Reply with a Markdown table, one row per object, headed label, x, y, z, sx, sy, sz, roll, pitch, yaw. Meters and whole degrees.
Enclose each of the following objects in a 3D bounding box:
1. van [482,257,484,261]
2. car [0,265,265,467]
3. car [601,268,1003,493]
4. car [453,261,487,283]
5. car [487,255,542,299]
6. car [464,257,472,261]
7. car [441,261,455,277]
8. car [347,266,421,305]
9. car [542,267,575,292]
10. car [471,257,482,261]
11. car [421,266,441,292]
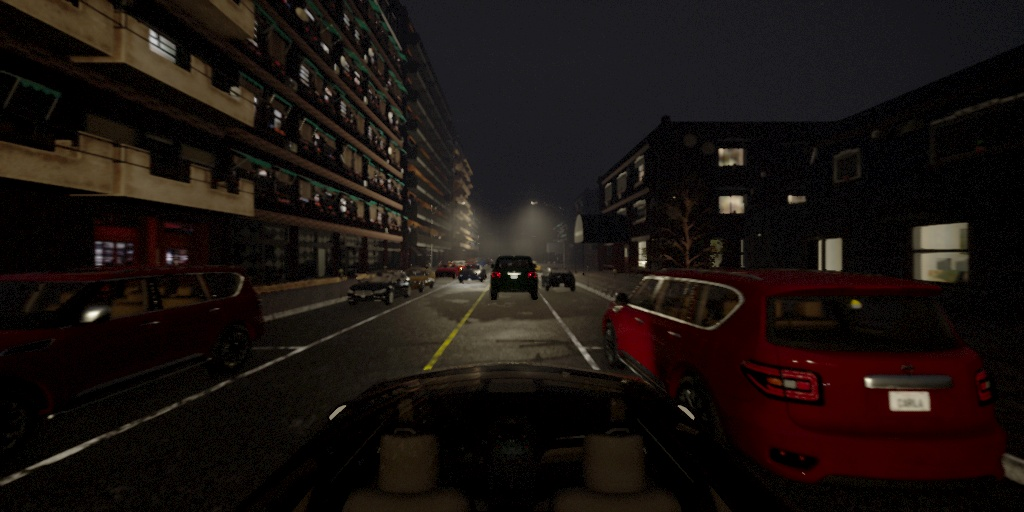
| label | x | y | z | sx | sy | sz | roll | pitch | yaw |
| --- | --- | --- | --- | --- | --- | --- | --- | --- | --- |
| van | -5.710 | 1.160 | 54.666 | 1.690 | 1.789 | 3.998 | 0 | 0 | 0 |
| car | -5.692 | 1.067 | 4.812 | 2.192 | 1.841 | 5.009 | 0 | 0 | 0 |
| car | 2.688 | 1.067 | 4.816 | 2.192 | 1.841 | 5.009 | 0 | 0 | 0 |
| car | -3.054 | 1.324 | 28.593 | 2.033 | 1.411 | 5.357 | 0 | 0 | 0 |
| car | 0.094 | 0.986 | 18.139 | 2.150 | 2.045 | 5.566 | 0 | 0 | 0 |
| car | -5.704 | 1.230 | 38.047 | 1.967 | 1.591 | 4.097 | 0 | 0 | 0 |
| car | -5.702 | 1.327 | 32.509 | 1.888 | 1.381 | 4.507 | 0 | 0 | 0 |
| car | -5.696 | 1.312 | 15.890 | 2.007 | 1.370 | 4.403 | 0 | 0 | 0 |
| car | 2.683 | 1.318 | 21.433 | 2.007 | 1.370 | 4.403 | 0 | 0 | 0 |
| car | -5.708 | 1.123 | 49.126 | 2.192 | 1.841 | 5.009 | 0 | 0 | 0 |
| car | -5.698 | 1.293 | 21.259 | 1.751 | 1.417 | 4.829 | 0 | 0 | 0 |
